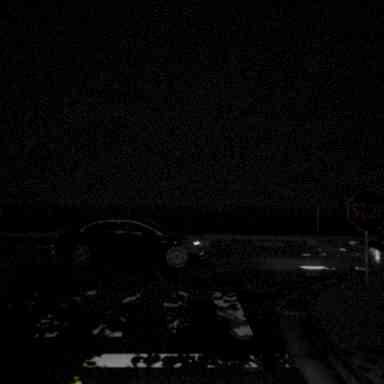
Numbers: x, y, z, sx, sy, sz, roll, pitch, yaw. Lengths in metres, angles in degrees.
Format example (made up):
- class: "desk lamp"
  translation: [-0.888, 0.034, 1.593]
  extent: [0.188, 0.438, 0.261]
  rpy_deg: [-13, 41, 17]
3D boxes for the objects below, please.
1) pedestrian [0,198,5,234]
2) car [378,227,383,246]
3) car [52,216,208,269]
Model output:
- class: "pedestrian"
  translation: [-9.692, 1.160, 16.643]
  extent: [0.375, 1.860, 0.375]
  rpy_deg: [0, -1, 0]
- class: "car"
  translation: [10.344, 1.586, 13.847]
  extent: [4.553, 1.767, 2.097]
  rpy_deg: [1, -1, 0]
- class: "car"
  translation: [-1.938, 1.547, 10.816]
  extent: [4.902, 1.511, 2.128]
  rpy_deg: [1, 0, 0]
